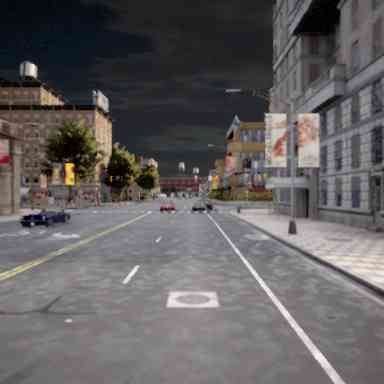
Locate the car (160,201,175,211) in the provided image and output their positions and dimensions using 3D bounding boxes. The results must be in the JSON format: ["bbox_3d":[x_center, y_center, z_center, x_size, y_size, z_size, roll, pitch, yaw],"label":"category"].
[{"bbox_3d":[-3.463,1.975,47.495,1.994,1.385,4.181,0,0,-2],"label":"car"}]

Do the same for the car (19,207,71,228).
[{"bbox_3d":[-10.495,1.809,24.107,1.895,1.301,4.718,0,-1,0],"label":"car"}]

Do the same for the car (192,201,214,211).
[{"bbox_3d":[1.629,1.971,46.989,1.994,1.385,4.181,0,-1,24],"label":"car"}]
